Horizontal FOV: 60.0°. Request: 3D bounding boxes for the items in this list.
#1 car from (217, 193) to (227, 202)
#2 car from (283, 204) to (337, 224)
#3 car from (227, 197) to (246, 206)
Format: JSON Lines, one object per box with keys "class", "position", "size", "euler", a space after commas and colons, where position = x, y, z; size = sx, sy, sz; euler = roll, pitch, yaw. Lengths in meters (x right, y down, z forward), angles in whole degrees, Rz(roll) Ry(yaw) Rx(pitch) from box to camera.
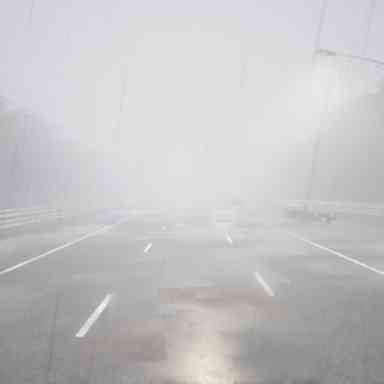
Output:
{"class": "car", "position": [7.035, 1.166, 77.567], "size": [2.150, 2.045, 5.566], "euler": [0, 0, 0]}
{"class": "car", "position": [8.545, 1.578, 24.666], "size": [1.895, 1.301, 4.718], "euler": [0, 0, -10]}
{"class": "car", "position": [6.986, 1.525, 51.259], "size": [1.895, 1.301, 4.718], "euler": [0, 0, 0]}
